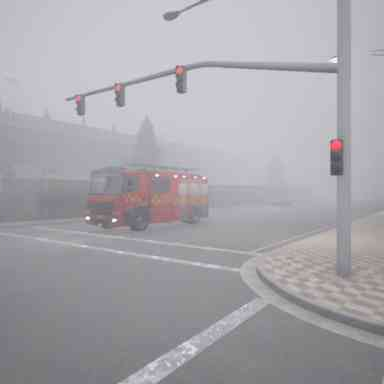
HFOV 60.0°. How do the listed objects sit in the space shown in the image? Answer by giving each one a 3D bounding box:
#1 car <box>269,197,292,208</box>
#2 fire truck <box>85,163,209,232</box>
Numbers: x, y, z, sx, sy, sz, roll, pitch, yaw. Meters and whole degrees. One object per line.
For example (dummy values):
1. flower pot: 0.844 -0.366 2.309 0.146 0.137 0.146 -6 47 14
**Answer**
1. car: 12.694 1.431 47.309 1.837 1.490 4.892 0 0 37
2. fire truck: -2.328 0.270 20.802 2.891 3.827 8.468 0 0 36
